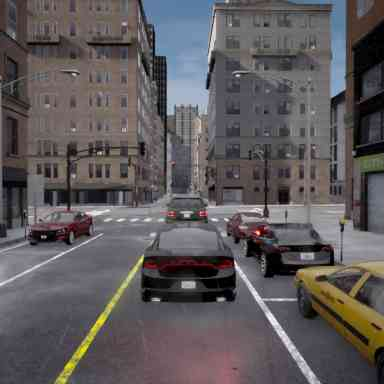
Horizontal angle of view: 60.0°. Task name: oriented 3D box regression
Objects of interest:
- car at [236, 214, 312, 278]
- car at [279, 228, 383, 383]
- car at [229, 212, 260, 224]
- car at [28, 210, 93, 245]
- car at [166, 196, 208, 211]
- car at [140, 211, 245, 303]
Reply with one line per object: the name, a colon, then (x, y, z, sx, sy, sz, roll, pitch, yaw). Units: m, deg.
car: (2.715, 1.563, 9.997, 1.947, 1.339, 4.313, -1, 0, -1)
car: (2.801, 1.524, 4.581, 1.752, 1.417, 4.829, -1, 0, -1)
car: (2.625, 1.577, 15.582, 1.802, 1.307, 4.206, -1, 0, -1)
car: (-5.919, 1.539, 15.442, 1.887, 1.381, 4.507, -1, 0, -1)
car: (-0.291, 1.215, 18.434, 2.150, 2.045, 5.566, 0, 0, -1)
car: (-0.083, 1.475, 8.304, 1.882, 1.535, 5.008, 0, 0, -1)
